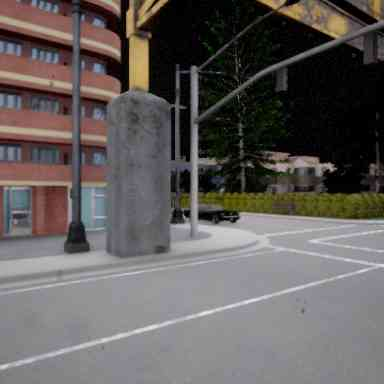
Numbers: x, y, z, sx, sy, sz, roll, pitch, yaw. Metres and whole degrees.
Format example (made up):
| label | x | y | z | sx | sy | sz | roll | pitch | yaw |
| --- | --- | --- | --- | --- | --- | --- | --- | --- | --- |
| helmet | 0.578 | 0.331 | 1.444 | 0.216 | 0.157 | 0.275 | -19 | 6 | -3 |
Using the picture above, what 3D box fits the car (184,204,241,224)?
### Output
| label | x | y | z | sx | sy | sz | roll | pitch | yaw |
| --- | --- | --- | --- | --- | --- | --- | --- | --- | --- |
| car | 1.449 | 1.590 | 24.661 | 1.895 | 1.301 | 4.718 | 0 | 0 | -35 |
